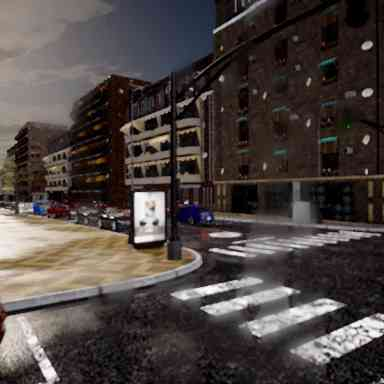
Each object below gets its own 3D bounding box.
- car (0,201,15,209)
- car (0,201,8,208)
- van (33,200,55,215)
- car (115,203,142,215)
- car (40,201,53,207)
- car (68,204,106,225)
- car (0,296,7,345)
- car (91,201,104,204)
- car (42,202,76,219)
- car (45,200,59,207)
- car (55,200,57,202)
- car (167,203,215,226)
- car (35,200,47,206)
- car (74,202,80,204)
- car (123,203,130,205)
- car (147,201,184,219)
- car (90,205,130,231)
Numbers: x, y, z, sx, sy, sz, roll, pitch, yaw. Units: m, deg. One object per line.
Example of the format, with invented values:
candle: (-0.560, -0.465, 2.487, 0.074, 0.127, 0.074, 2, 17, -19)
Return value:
car: (-37.725, 2.696, 68.568, 2.008, 1.369, 4.403, -2, 0, -36)
car: (-44.242, 2.855, 77.601, 1.887, 1.381, 4.507, -2, 0, -36)
van: (-19.482, 2.028, 43.219, 1.690, 1.788, 3.998, -2, 0, -36)
car: (-8.059, 2.085, 41.899, 1.802, 1.307, 4.206, -2, 0, -36)
car: (-34.186, 2.723, 77.986, 1.947, 1.339, 4.313, -2, 0, -36)
car: (-8.509, 1.963, 27.840, 2.008, 1.369, 4.403, -2, 0, -36)
car: (-4.342, 1.583, 3.476, 4.206, 1.307, 1.802, 0, 0, -35)
car: (-14.638, 2.107, 50.888, 1.967, 1.590, 4.097, -2, 0, -36)
car: (-14.573, 2.109, 36.325, 1.887, 1.381, 4.507, -2, 0, -36)
car: (-30.932, 2.516, 73.469, 1.967, 1.590, 4.097, -2, 0, -36)
car: (-18.864, 2.252, 46.995, 2.033, 1.411, 5.357, -1, -1, -35)
car: (-0.105, 1.799, 26.319, 1.812, 1.442, 4.674, -1, -1, -36)
car: (-37.445, 2.785, 82.503, 1.887, 1.381, 4.507, -2, 0, -36)
car: (-21.154, 2.412, 59.919, 1.802, 1.307, 4.206, -2, 0, -36)
car: (-3.969, 1.683, 26.214, 2.097, 1.767, 4.553, -1, 0, -36)
car: (-2.813, 1.813, 34.707, 1.967, 1.590, 4.097, -2, 0, -36)
car: (-5.250, 1.882, 23.323, 2.008, 1.369, 4.403, -2, 0, -36)
